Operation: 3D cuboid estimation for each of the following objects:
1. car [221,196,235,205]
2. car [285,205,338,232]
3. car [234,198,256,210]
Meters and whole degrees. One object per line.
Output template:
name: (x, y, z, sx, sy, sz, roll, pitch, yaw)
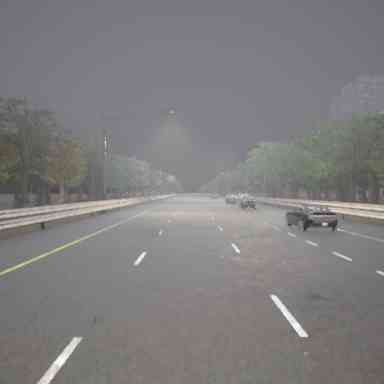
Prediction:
car: (7.158, 1.535, 61.925, 2.128, 1.511, 4.902, 0, 0, 0)
car: (7.012, 1.499, 19.973, 2.128, 1.511, 4.902, 0, 0, 0)
car: (7.075, 1.578, 43.385, 1.837, 1.490, 4.892, 0, 0, 0)
